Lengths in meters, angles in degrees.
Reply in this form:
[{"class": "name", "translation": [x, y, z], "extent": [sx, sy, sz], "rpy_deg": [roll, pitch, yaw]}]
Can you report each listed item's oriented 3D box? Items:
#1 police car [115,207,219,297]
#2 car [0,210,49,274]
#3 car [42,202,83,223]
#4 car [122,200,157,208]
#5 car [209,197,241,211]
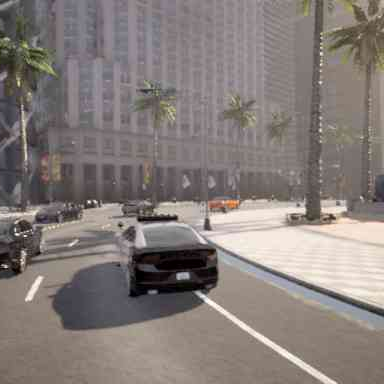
[{"class": "police car", "translation": [-0.964, 1.435, 8.929], "extent": [1.930, 1.638, 5.238], "rpy_deg": [0, 0, -18]}, {"class": "car", "translation": [-5.984, 1.548, 10.478], "extent": [1.837, 1.490, 4.892], "rpy_deg": [-1, 0, -15]}, {"class": "car", "translation": [-10.447, 1.586, 26.342], "extent": [1.837, 1.490, 4.892], "rpy_deg": [-1, 0, 9]}, {"class": "car", "translation": [-5.053, 1.541, 32.694], "extent": [2.128, 1.511, 4.902], "rpy_deg": [-1, 0, 20]}, {"class": "car", "translation": [4.058, 1.348, 40.787], "extent": [2.097, 1.767, 4.553], "rpy_deg": [0, 0, 40]}]
